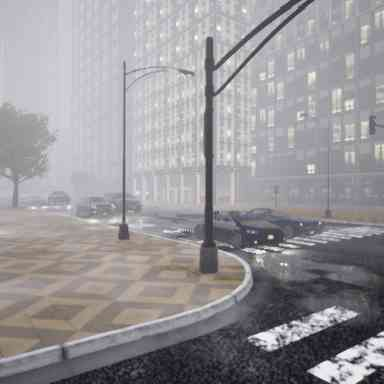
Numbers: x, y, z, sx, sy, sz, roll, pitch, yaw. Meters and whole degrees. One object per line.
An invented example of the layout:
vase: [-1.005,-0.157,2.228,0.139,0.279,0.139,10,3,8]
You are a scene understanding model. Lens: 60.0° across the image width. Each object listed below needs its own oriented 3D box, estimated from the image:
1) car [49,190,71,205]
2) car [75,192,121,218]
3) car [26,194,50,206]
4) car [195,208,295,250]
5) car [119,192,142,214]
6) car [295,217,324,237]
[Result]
car: [-19.772,0.778,49.206,2.150,2.045,5.566,0,0,-37]
car: [-8.109,1.120,27.879,2.097,1.767,4.553,0,0,-37]
car: [-21.765,1.169,46.415,1.895,1.301,4.718,0,0,-36]
car: [1.869,1.467,13.961,1.994,1.385,4.181,0,0,-32]
car: [-6.788,0.983,31.550,2.150,2.045,5.566,0,0,-37]
car: [4.128,1.510,16.845,1.895,1.301,4.718,0,0,-37]
